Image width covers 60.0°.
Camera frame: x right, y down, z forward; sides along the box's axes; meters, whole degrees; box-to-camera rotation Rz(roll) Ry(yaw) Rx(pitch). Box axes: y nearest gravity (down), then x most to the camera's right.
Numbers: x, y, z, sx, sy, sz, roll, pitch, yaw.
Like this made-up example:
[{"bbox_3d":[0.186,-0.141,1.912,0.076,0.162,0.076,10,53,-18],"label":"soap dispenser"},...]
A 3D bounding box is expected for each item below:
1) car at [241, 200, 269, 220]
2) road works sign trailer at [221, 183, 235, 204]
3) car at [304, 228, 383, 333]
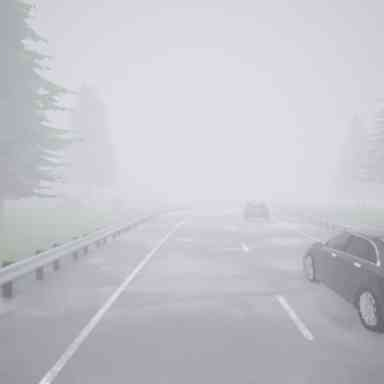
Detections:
[{"bbox_3d":[5.028,1.410,26.705,2.128,1.511,4.902,0,0,6],"label":"car"},{"bbox_3d":[6.429,0.278,59.329,2.380,3.560,2.880,0,0,13],"label":"road works sign trailer"},{"bbox_3d":[3.755,1.488,6.687,1.837,1.490,4.892,0,0,2],"label":"car"}]
